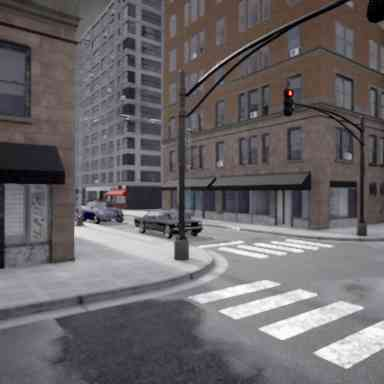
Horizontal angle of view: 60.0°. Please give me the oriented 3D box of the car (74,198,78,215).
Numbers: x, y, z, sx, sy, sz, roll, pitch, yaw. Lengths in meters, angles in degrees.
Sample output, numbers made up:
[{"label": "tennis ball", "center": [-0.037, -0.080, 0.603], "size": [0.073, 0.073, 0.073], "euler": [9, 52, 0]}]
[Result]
[{"label": "car", "center": [-13.295, 1.436, 35.074], "size": [2.150, 2.045, 5.566], "euler": [0, 0, -36]}]

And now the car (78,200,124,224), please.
[{"label": "car", "center": [-7.165, 1.520, 26.551], "size": [2.097, 1.767, 4.553], "euler": [0, -1, -36]}]

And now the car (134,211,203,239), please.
[{"label": "car", "center": [-1.407, 1.726, 18.544], "size": [1.895, 1.301, 4.718], "euler": [0, 0, -35]}]
